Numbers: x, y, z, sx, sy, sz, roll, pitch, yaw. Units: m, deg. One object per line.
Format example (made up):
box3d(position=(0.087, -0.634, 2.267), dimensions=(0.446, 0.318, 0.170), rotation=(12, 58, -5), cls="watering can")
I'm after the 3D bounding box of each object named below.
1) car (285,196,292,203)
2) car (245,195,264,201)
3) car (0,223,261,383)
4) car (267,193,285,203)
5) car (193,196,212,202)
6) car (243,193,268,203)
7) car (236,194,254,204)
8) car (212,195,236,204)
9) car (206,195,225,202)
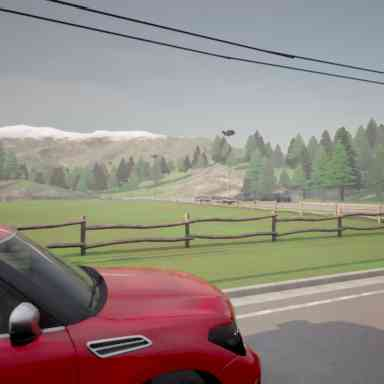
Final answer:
box3d(position=(19.031, 1.500, 70.538), dimensions=(1.837, 1.490, 4.892), rotation=(0, 0, -24), cls="car")
box3d(position=(14.945, 1.483, 79.869), dimensions=(2.033, 1.411, 5.357), rotation=(0, 0, -24), cls="car")
box3d(position=(-2.169, 1.222, 2.618), dimensions=(5.566, 2.045, 2.150), rotation=(0, 0, -24), cls="car")
box3d(position=(15.955, 1.225, 68.836), dimensions=(2.150, 2.045, 5.566), rotation=(0, 0, -24), cls="car")
box3d(position=(2.120, 1.488, 74.254), dimensions=(2.033, 1.411, 5.357), rotation=(0, 0, -24), cls="car")
box3d(position=(12.620, 1.491, 67.726), dimensions=(2.128, 1.511, 4.902), rotation=(0, 0, -24), cls="car")
box3d(position=(9.504, 1.547, 66.228), dimensions=(2.033, 1.411, 5.357), rotation=(0, 0, -23), cls="car")
box3d(position=(6.188, 1.564, 65.091), dimensions=(1.994, 1.385, 4.181), rotation=(0, 0, -23), cls="car")
box3d(position=(5.326, 1.488, 75.659), dimensions=(2.033, 1.411, 5.357), rotation=(0, 0, -24), cls="car")
